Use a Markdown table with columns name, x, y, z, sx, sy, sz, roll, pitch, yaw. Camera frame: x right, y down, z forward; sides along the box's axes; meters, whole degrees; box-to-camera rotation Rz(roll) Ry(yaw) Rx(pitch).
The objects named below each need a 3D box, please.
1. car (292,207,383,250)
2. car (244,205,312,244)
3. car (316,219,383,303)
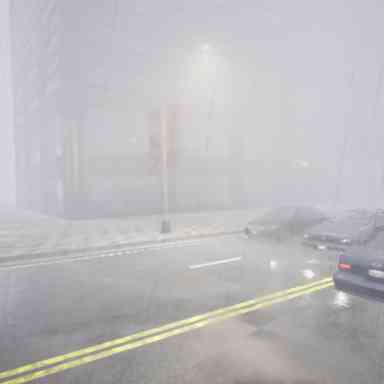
| name | x | y | z | sx | sy | sz | roll | pitch | yaw |
| --- | --- | --- | --- | --- | --- | --- | --- | --- | --- |
| car | 6.318 | 1.339 | 12.179 | 5.357 | 1.411 | 2.033 | -1 | 1 | -35 |
| car | 4.426 | 1.317 | 14.818 | 4.674 | 1.442 | 1.812 | -1 | 1 | -35 |
| car | 5.221 | 1.407 | 7.162 | 5.357 | 1.411 | 2.033 | -1 | 1 | -35 |
